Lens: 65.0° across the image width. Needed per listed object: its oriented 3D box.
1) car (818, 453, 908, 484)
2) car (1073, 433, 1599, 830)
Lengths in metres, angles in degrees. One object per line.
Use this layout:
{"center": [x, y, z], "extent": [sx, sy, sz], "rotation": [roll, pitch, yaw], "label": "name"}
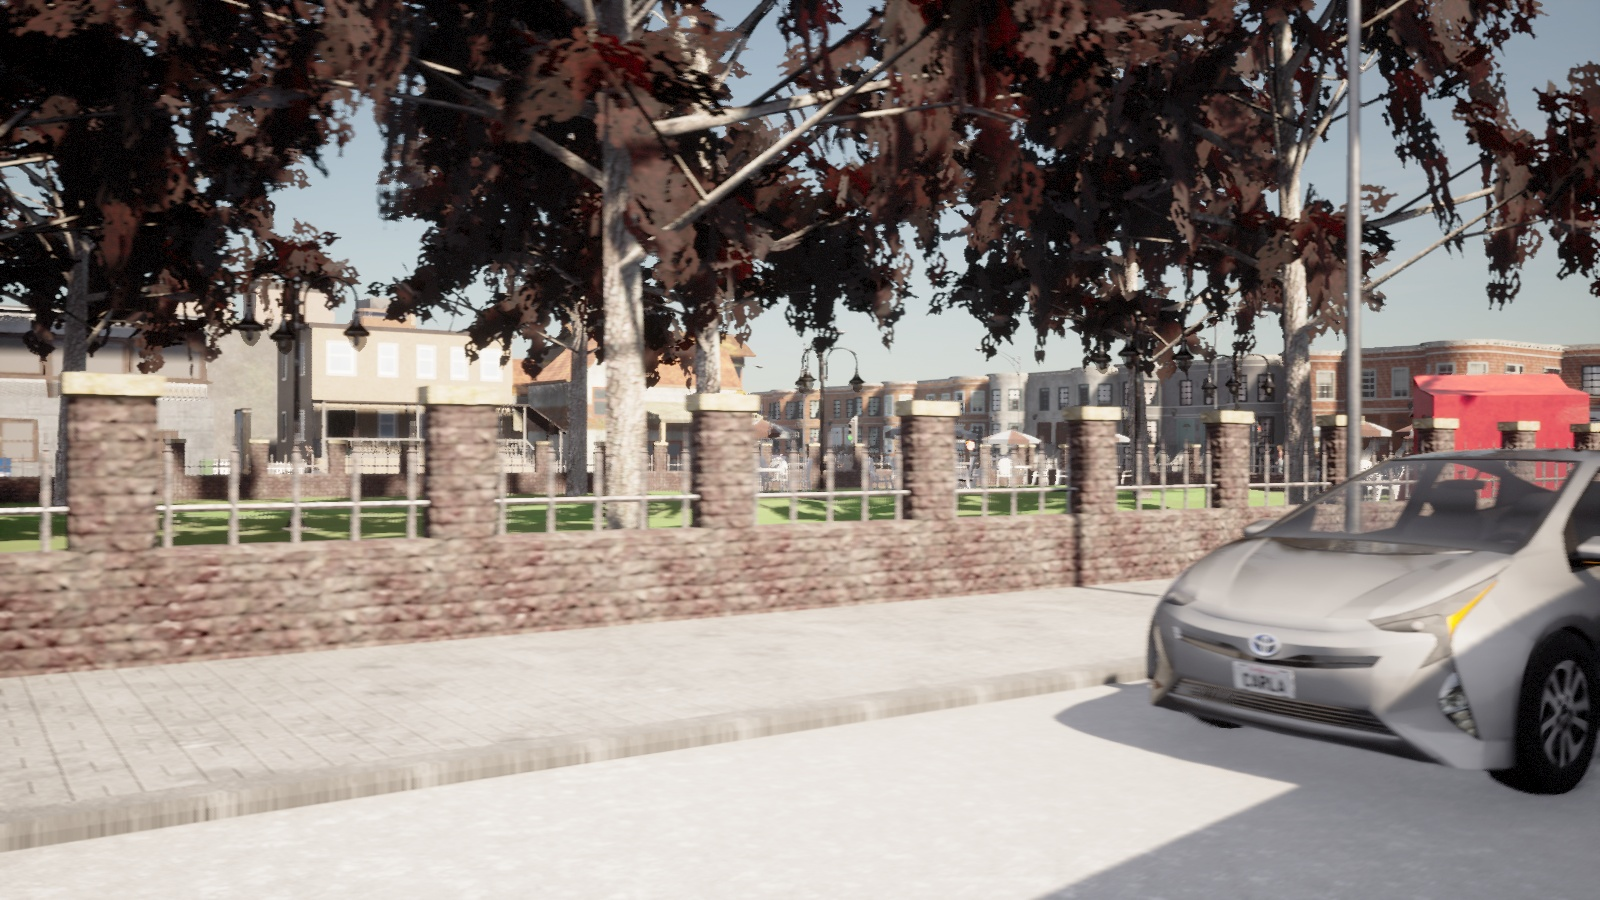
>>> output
{"center": [3.104, 0.903, 61.553], "extent": [4.193, 1.474, 1.816], "rotation": [0, 0, -35], "label": "car"}
{"center": [3.834, 0.701, 6.939], "extent": [4.514, 1.525, 2.007], "rotation": [0, 0, -35], "label": "car"}
